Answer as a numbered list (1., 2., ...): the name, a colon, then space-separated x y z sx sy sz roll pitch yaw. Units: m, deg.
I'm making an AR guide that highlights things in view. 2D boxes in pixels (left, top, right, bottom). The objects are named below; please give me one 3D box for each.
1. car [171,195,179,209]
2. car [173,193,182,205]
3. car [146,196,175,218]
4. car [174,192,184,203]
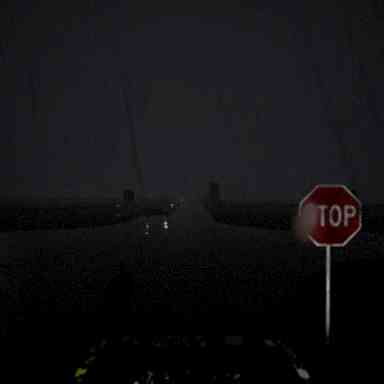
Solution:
1. car: -2.885 1.419 40.170 1.837 1.490 4.892 0 0 0
2. car: -2.886 1.353 50.378 1.882 1.535 5.008 0 0 0
3. car: -2.912 1.422 30.230 1.882 1.535 5.008 0 0 1
4. car: -2.825 1.097 65.601 2.150 2.045 5.566 0 0 0
